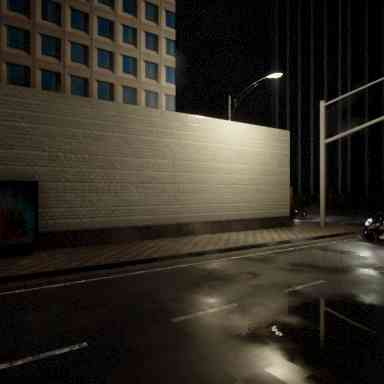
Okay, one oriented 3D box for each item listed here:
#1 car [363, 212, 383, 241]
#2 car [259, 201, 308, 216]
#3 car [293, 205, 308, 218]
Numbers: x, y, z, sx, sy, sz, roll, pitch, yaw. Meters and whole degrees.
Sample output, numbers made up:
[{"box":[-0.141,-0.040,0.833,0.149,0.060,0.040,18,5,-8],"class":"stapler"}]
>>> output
[{"box":[9.939,1.354,15.419,4.553,1.767,2.097,0,0,-36],"class":"car"},{"box":[9.324,1.656,34.302,1.895,1.301,4.718,0,0,-36],"class":"car"},{"box":[8.123,1.581,29.977,1.812,1.442,4.674,0,0,-36],"class":"car"}]
